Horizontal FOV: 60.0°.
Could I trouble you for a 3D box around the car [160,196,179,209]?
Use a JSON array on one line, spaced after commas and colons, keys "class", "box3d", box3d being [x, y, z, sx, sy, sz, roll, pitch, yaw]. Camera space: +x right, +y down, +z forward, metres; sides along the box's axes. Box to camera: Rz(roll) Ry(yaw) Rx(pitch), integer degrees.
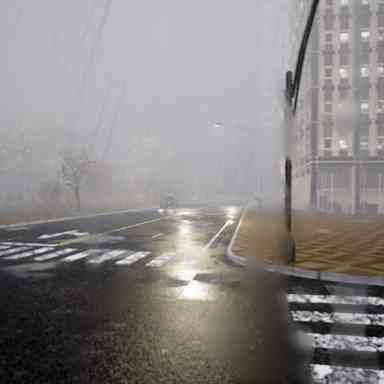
[{"class": "car", "box3d": [-3.645, 1.691, 55.051, 2.150, 2.045, 5.566, 1, -1, 10]}]
